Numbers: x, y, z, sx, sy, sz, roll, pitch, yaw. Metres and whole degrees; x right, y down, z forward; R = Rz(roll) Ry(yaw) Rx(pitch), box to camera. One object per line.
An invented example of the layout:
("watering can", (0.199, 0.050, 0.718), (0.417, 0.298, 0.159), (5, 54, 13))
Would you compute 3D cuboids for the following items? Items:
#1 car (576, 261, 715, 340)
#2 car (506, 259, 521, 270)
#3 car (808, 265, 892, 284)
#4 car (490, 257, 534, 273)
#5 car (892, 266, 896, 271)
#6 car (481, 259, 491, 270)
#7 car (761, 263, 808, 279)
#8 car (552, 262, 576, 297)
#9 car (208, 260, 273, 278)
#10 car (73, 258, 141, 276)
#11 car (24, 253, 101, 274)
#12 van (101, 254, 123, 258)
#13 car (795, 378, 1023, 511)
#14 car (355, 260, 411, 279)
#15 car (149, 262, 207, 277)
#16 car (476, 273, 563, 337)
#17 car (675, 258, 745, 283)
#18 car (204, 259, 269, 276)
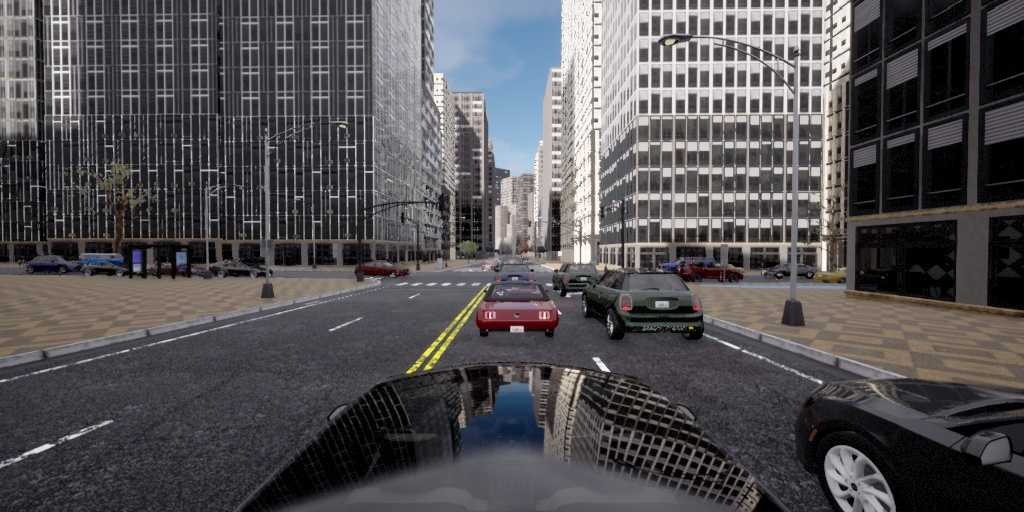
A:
("car", (3.359, 1.100, 10.130), (2.097, 1.767, 4.553), (0, 0, 0))
("car", (0.182, 1.217, 52.675), (2.128, 1.511, 4.902), (0, 0, 0))
("car", (27.700, 1.586, 29.495), (4.829, 1.417, 1.751), (0, 0, 1))
("car", (0.136, 1.097, 19.220), (2.097, 1.767, 4.553), (0, 0, 0))
("car", (33.170, 1.691, 29.389), (4.207, 1.307, 1.802), (0, 0, 1))
("car", (-3.226, 1.253, 50.696), (1.812, 1.442, 4.674), (0, 0, 0))
("car", (27.232, 1.457, 35.278), (4.902, 1.511, 2.128), (1, 1, 1))
("car", (3.385, 1.097, 19.067), (2.097, 1.767, 4.553), (0, 0, 0))
("car", (-22.671, 1.181, 30.329), (4.313, 1.339, 1.948), (0, 0, 1))
("car", (-34.035, 1.077, 30.660), (4.313, 1.339, 1.948), (0, 0, 1))
("car", (-42.049, 0.749, 33.484), (4.553, 1.767, 2.097), (0, 1, 1))
("van", (-45.208, 0.614, 39.344), (3.998, 1.789, 1.690), (0, 0, 1))
("car", (3.343, 1.255, 1.075), (1.837, 1.490, 4.892), (0, 0, 0))
("car", (-11.459, 1.165, 31.912), (5.008, 1.535, 1.882), (1, 0, 14))
("car", (-28.355, 1.145, 30.474), (4.207, 1.307, 1.802), (0, 0, 1))
("car", (0.116, 1.349, 10.226), (1.895, 1.301, 4.718), (0, 0, 0))
("car", (16.252, 1.276, 29.717), (5.009, 1.841, 2.192), (0, 0, 1))
("car", (-25.374, 1.072, 33.094), (4.674, 1.442, 1.812), (0, 1, 1))
